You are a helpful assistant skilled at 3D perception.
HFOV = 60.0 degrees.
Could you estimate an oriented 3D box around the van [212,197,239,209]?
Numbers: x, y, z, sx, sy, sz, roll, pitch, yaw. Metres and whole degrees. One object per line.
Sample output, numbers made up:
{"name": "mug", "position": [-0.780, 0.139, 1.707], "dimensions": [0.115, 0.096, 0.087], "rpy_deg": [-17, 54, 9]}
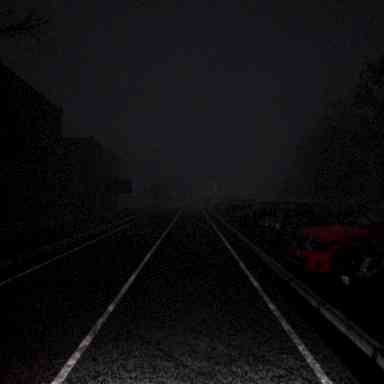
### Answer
{"name": "van", "position": [5.720, 1.903, 56.712], "dimensions": [4.442, 1.987, 1.878], "rpy_deg": [0, -1, 0]}

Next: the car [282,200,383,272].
{"name": "car", "position": [5.639, 1.328, 9.061], "dimensions": [5.566, 2.045, 2.435], "rpy_deg": [0, -1, 0]}

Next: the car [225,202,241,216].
{"name": "car", "position": [5.612, 1.817, 28.680], "dimensions": [4.792, 1.488, 2.163], "rpy_deg": [0, -1, 0]}

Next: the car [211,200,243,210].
{"name": "car", "position": [5.602, 2.090, 53.905], "dimensions": [5.008, 1.535, 2.097], "rpy_deg": [0, -1, 0]}

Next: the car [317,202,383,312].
{"name": "car", "position": [5.642, 1.299, 6.258], "dimensions": [5.566, 2.045, 2.435], "rpy_deg": [0, -1, 0]}

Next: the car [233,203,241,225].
{"name": "car", "position": [5.643, 1.728, 23.074], "dimensions": [5.008, 1.535, 2.097], "rpy_deg": [0, -1, 0]}

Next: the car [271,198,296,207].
{"name": "car", "position": [18.645, 2.163, 67.962], "dimensions": [4.553, 1.767, 2.185], "rpy_deg": [0, -1, 0]}

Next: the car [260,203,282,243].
{"name": "car", "position": [5.628, 1.514, 14.666], "dimensions": [4.553, 1.767, 2.185], "rpy_deg": [0, -1, 0]}

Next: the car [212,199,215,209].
{"name": "car", "position": [5.589, 2.006, 45.497], "dimensions": [4.792, 1.488, 2.163], "rpy_deg": [0, -1, 0]}

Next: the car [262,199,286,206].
{"name": "car", "position": [18.683, 2.428, 76.315], "dimensions": [5.008, 1.535, 2.097], "rpy_deg": [0, -1, 0]}

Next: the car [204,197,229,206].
{"name": "car", "position": [5.627, 2.177, 76.332], "dimensions": [5.566, 2.045, 2.435], "rpy_deg": [0, -1, 0]}

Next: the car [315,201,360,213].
{"name": "car", "position": [18.696, 1.945, 42.899], "dimensions": [5.008, 1.535, 2.097], "rpy_deg": [0, -1, 0]}

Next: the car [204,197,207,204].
{"name": "car", "position": [5.624, 2.036, 67.923], "dimensions": [5.566, 2.045, 2.435], "rpy_deg": [0, -1, 0]}

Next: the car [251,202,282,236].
{"name": "car", "position": [5.687, 1.543, 17.469], "dimensions": [4.553, 1.767, 2.185], "rpy_deg": [0, -1, 0]}

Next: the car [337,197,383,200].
{"name": "car", "position": [18.684, 1.601, 34.672], "dimensions": [5.566, 2.045, 2.435], "rpy_deg": [0, -1, 0]}

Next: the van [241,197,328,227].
{"name": "van", "position": [5.535, 1.473, 20.273], "dimensions": [4.442, 1.987, 1.878], "rpy_deg": [0, -1, 0]}

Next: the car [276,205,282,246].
{"name": "car", "position": [5.632, 1.484, 11.863], "dimensions": [4.553, 1.767, 2.185], "rpy_deg": [0, -1, 0]}

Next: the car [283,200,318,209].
{"name": "car", "position": [18.498, 2.129, 56.824], "dimensions": [5.366, 1.575, 1.946], "rpy_deg": [0, -1, 0]}

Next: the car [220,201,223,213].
{"name": "car", "position": [5.662, 1.877, 34.287], "dimensions": [4.792, 1.488, 2.163], "rpy_deg": [0, -1, 0]}

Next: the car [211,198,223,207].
{"name": "car", "position": [5.610, 2.014, 48.295], "dimensions": [4.892, 1.521, 2.231], "rpy_deg": [0, -1, 0]}

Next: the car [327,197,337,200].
{"name": "car", "position": [18.680, 1.629, 37.334], "dimensions": [5.566, 2.045, 2.435], "rpy_deg": [0, -1, 0]}

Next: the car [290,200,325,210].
{"name": "car", "position": [18.681, 2.093, 54.038], "dimensions": [5.008, 1.535, 2.097], "rpy_deg": [0, -1, 0]}

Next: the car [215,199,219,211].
{"name": "car", "position": [5.621, 1.908, 39.890], "dimensions": [5.008, 1.535, 2.097], "rpy_deg": [0, -1, 0]}

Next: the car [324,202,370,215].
{"name": "car", "position": [18.702, 1.953, 40.238], "dimensions": [4.674, 1.452, 2.002], "rpy_deg": [0, -1, 0]}

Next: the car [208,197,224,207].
{"name": "car", "position": [5.639, 1.800, 51.105], "dimensions": [5.566, 2.045, 2.435], "rpy_deg": [0, -1, 0]}

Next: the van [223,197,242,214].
{"name": "van", "position": [5.520, 1.592, 31.486], "dimensions": [4.442, 1.987, 1.878], "rpy_deg": [0, -1, 0]}

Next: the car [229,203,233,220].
{"name": "car", "position": [5.615, 1.788, 25.877], "dimensions": [4.792, 1.488, 2.163], "rpy_deg": [0, -1, 0]}

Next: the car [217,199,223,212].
{"name": "car", "position": [5.815, 1.874, 37.090], "dimensions": [5.366, 1.575, 1.946], "rpy_deg": [0, -1, 0]}

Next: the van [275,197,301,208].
{"name": "van", "position": [18.793, 2.021, 65.184], "dimensions": [4.442, 1.987, 1.878], "rpy_deg": [0, -1, 0]}
